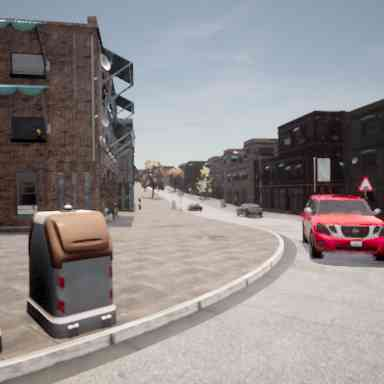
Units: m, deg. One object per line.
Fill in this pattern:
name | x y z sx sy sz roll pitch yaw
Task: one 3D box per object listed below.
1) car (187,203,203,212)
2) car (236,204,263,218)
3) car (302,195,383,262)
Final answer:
car | 0.509 2.430 53.139 1.895 1.301 4.718 -1 0 -9
car | 6.365 2.047 37.403 2.128 1.511 4.902 -1 -1 -10
car | 5.326 1.123 12.142 2.150 2.045 5.566 0 0 14
